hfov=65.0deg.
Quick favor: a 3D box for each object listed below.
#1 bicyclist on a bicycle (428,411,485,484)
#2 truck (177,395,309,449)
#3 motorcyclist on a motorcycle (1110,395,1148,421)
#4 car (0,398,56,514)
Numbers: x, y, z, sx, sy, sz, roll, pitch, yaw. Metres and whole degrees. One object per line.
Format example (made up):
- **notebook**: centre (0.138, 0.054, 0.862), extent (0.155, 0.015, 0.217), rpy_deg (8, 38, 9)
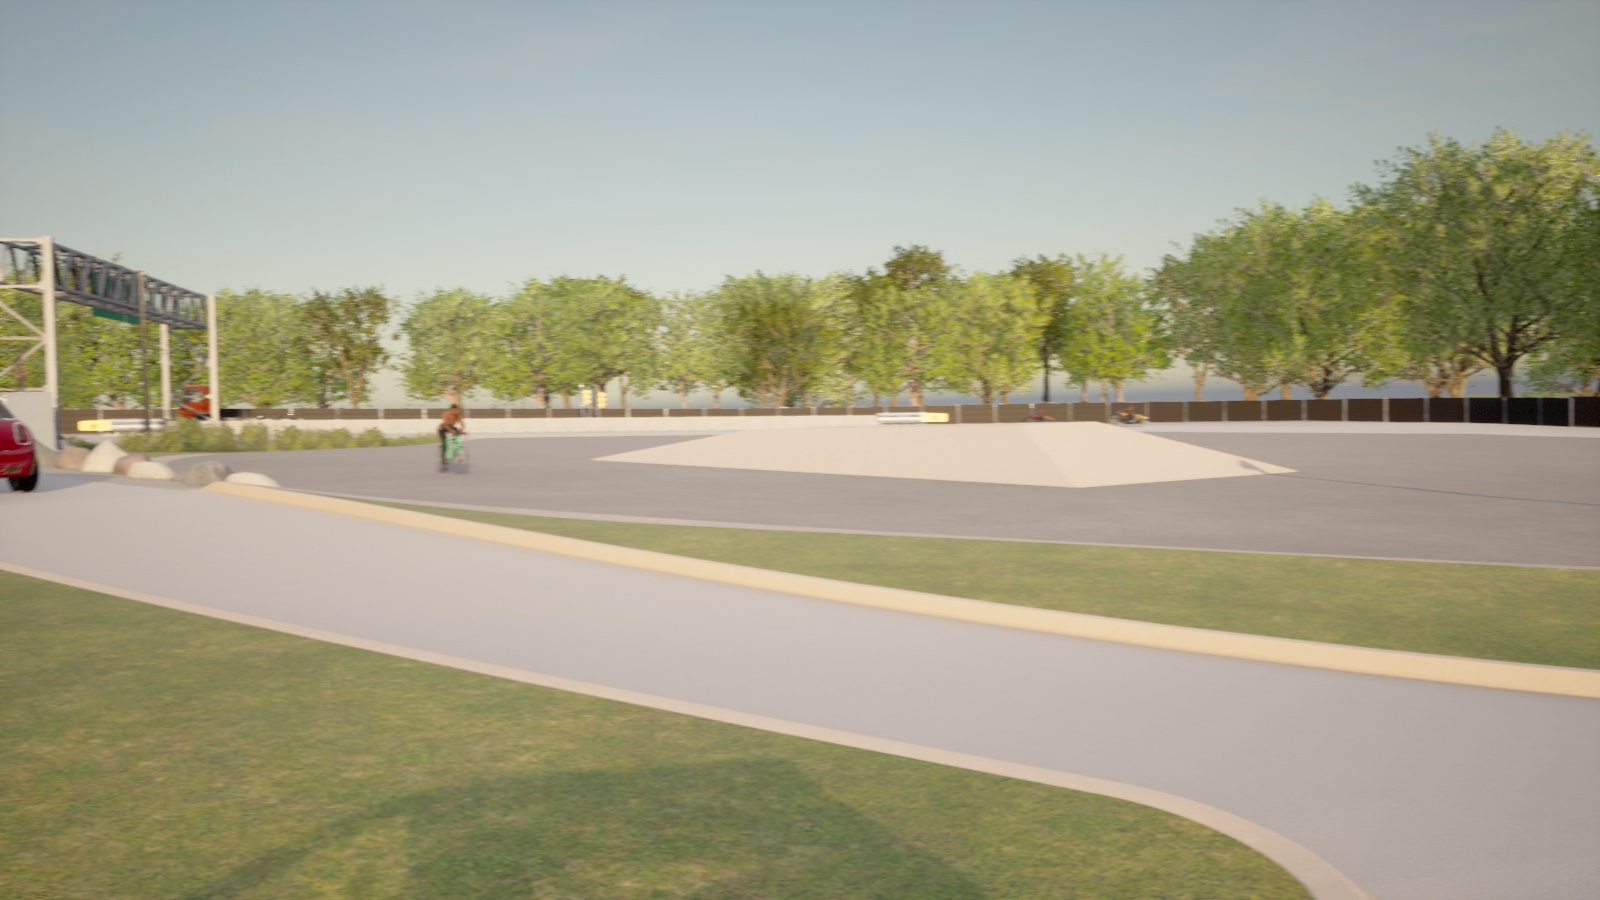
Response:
- **bicyclist on a bicycle**: centre (-7.834, -0.072, 28.628), extent (0.582, 1.620, 1.656), rpy_deg (-2, 2, -40)
- **truck**: centre (-37.741, -1.946, 85.403), extent (7.936, 3.462, 2.891), rpy_deg (-2, 2, -21)
- **motorcyclist on a motorcycle**: centre (21.972, -2.822, 83.933), extent (2.350, 1.649, 0.766), rpy_deg (-1, 3, 10)
- **car**: centre (-14.207, 0.122, 20.545), extent (4.553, 1.767, 2.097), rpy_deg (0, 4, 41)
